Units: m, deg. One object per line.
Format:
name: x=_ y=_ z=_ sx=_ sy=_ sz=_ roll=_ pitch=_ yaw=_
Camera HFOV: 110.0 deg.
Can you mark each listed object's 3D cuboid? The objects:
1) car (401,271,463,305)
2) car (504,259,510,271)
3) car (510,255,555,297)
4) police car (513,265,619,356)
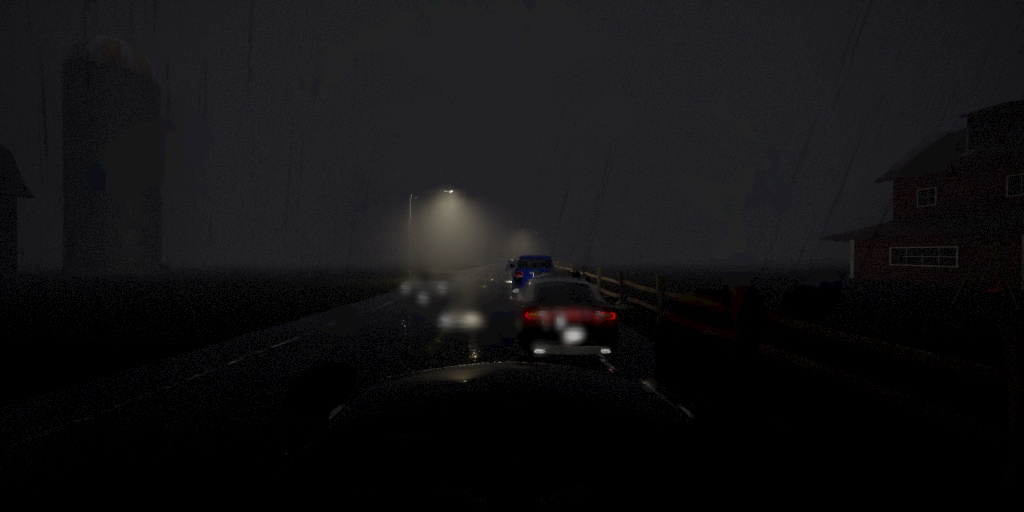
car: x=-3.463 y=1.352 z=16.268 sx=1.895 sy=1.301 sz=4.718 roll=0 pitch=0 yaw=0
car: x=0.165 y=1.271 z=50.370 sx=1.882 sy=1.535 sz=5.008 roll=0 pitch=0 yaw=1
car: x=1.092 y=0.978 z=18.677 sx=2.150 sy=2.045 sz=5.566 roll=0 pitch=0 yaw=0
police car: x=1.070 y=1.175 z=8.755 sx=1.930 sy=1.638 sz=5.238 roll=0 pitch=0 yaw=0
